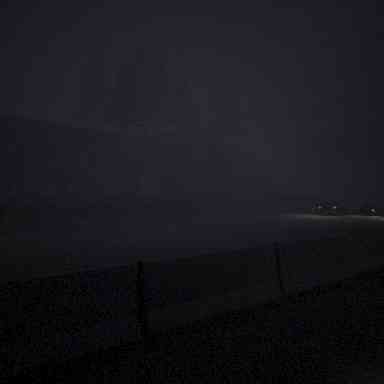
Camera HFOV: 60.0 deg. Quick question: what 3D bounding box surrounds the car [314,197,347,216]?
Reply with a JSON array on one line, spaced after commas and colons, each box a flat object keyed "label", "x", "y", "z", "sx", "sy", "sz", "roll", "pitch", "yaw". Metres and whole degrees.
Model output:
[{"label": "car", "x": 16.168, "y": 1.766, "z": 38.246, "sx": 2.097, "sy": 1.767, "sz": 4.553, "roll": -1, "pitch": -1, "yaw": 40}]

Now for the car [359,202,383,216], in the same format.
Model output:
[{"label": "car", "x": 20.445, "y": 1.885, "z": 37.947, "sx": 1.837, "sy": 1.490, "sz": 4.892, "roll": -1, "pitch": -1, "yaw": 39}]

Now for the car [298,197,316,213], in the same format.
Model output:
[{"label": "car", "x": 15.732, "y": 1.700, "z": 43.221, "sx": 2.150, "sy": 2.045, "sz": 5.566, "roll": -1, "pitch": -1, "yaw": 39}]
